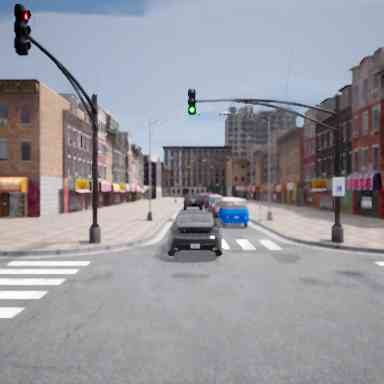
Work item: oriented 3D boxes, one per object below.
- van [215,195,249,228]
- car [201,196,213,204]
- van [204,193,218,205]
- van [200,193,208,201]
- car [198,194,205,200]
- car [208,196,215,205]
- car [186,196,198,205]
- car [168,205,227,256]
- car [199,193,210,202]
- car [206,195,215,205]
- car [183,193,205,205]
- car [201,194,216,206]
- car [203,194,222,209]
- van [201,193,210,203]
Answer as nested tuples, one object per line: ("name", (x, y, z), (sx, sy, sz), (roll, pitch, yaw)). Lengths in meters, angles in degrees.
("van", (2.645, 1.285, 21.611), (1.690, 1.788, 3.998), (0, 0, 0))
("car", (2.664, 1.417, 59.940), (2.008, 1.369, 4.403), (0, 0, 0))
("van", (2.653, 1.248, 38.038), (1.690, 1.788, 3.998), (0, 0, 0))
("van", (2.672, 1.177, 76.365), (1.690, 1.788, 3.998), (0, 0, 0))
("car", (2.681, 1.244, 92.792), (1.967, 1.590, 4.097), (0, 0, 0))
("car", (2.648, 1.371, 27.087), (1.967, 1.590, 4.097), (0, 0, 0))
("car", (0.088, 1.417, 58.273), (2.033, 1.411, 5.357), (0, 0, 0))
("car", (0.106, 1.470, 13.039), (1.837, 1.490, 4.892), (0, 0, 0))
("car", (2.669, 1.161, 70.890), (2.192, 1.841, 5.009), (0, 0, 0))
("car", (2.650, 1.359, 32.562), (1.967, 1.590, 4.097), (0, 0, 0))
("car", (0.119, 1.127, 39.151), (2.150, 2.045, 5.566), (0, 0, 0))
("car", (2.661, 1.191, 54.464), (2.192, 1.841, 5.009), (0, 0, 0))
("car", (2.654, 1.212, 43.511), (2.192, 1.841, 5.009), (0, 0, 0))
("van", (2.666, 1.197, 65.414), (1.690, 1.788, 3.998), (0, 0, 0))
